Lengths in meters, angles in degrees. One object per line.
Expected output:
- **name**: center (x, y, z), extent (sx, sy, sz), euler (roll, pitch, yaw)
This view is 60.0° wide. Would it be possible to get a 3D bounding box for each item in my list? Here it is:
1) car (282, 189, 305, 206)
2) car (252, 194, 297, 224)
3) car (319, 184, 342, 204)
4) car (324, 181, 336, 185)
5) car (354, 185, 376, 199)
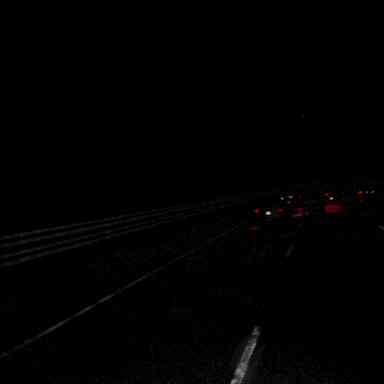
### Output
- **car**: center (10.062, 0.460, 33.267), extent (2.097, 1.767, 4.553), euler (-4, 0, 23)
- **car**: center (5.025, 1.101, 20.502), extent (1.994, 1.385, 4.181), euler (-4, 0, 22)
- **car**: center (14.107, 0.313, 33.796), extent (1.837, 1.490, 4.892), euler (-4, 0, 22)
- **car**: center (23.586, -0.769, 56.601), extent (2.150, 2.045, 5.566), euler (-4, 0, 23)
- **car**: center (18.994, -0.014, 36.643), extent (2.033, 1.411, 5.357), euler (-4, 0, 23)
